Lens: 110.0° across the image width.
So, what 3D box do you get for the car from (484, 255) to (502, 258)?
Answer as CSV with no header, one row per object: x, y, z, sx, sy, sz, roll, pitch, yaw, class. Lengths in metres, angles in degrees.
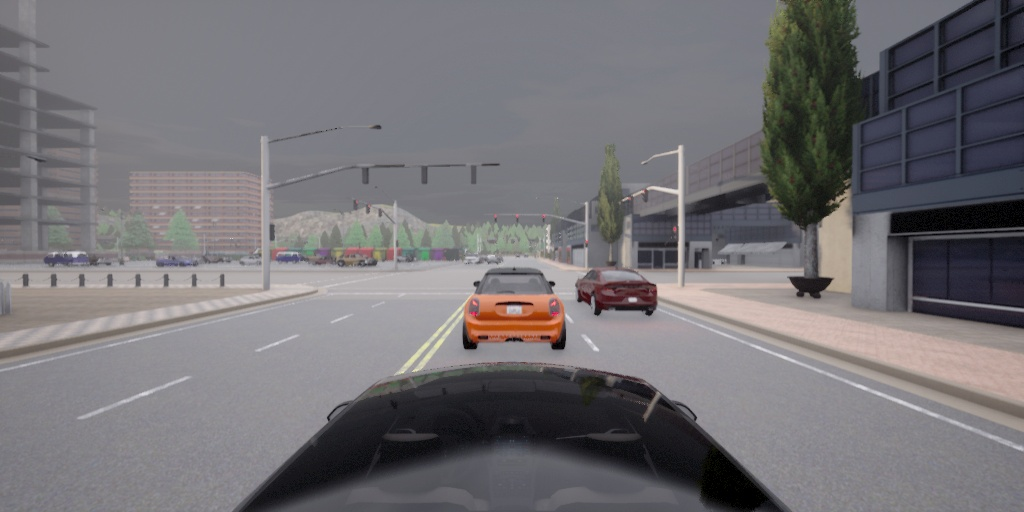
-3.342,0.804,63.610,1.812,1.442,4.674,0,1,2,car

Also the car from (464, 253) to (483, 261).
-6.877,0.487,62.003,2.150,2.045,5.566,0,2,3,car

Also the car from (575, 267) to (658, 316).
3.568,1.141,13.064,1.882,1.535,5.008,0,0,0,car

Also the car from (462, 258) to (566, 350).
0.058,1.046,9.068,2.097,1.767,4.553,0,0,0,car
